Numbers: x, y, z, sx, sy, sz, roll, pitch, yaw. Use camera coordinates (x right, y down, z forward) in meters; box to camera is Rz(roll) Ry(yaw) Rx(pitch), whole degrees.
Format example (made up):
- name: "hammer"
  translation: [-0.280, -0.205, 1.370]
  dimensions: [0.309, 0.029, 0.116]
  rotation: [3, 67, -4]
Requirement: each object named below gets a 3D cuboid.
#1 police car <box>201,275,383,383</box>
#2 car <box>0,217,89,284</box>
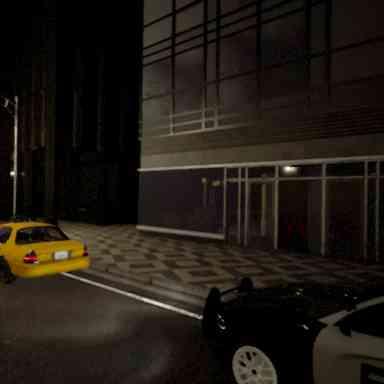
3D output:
- name: "police car"
  translation: [2.404, 1.490, 3.319]
  dimensions: [5.238, 1.638, 1.930]
  rotation: [0, -1, 40]
- name: "car"
  translation: [-5.109, 1.525, 9.850]
  dimensions: [5.366, 1.575, 1.801]
  rotation: [0, -1, 42]
